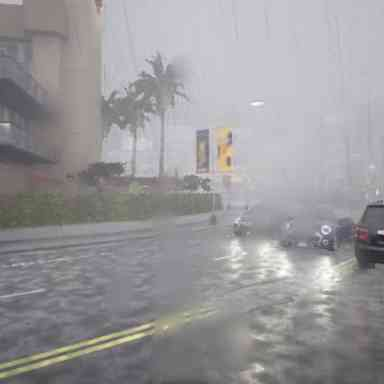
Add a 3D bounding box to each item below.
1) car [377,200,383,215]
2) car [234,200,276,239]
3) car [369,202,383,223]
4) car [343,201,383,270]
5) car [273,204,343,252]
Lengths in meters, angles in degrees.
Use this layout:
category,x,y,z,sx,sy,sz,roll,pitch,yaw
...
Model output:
category,x,y,z,sx,sy,sz,roll,pitch,yaw
car,21.367,1.663,34.621,2.128,1.511,4.902,0,0,8
car,4.084,1.462,18.236,2.097,1.767,4.553,0,-1,34
car,16.513,1.631,27.715,2.128,1.511,4.902,0,0,17
car,6.883,1.276,10.341,2.150,2.045,5.566,0,0,43
car,5.573,1.434,14.488,2.097,1.767,4.553,-1,-1,38
